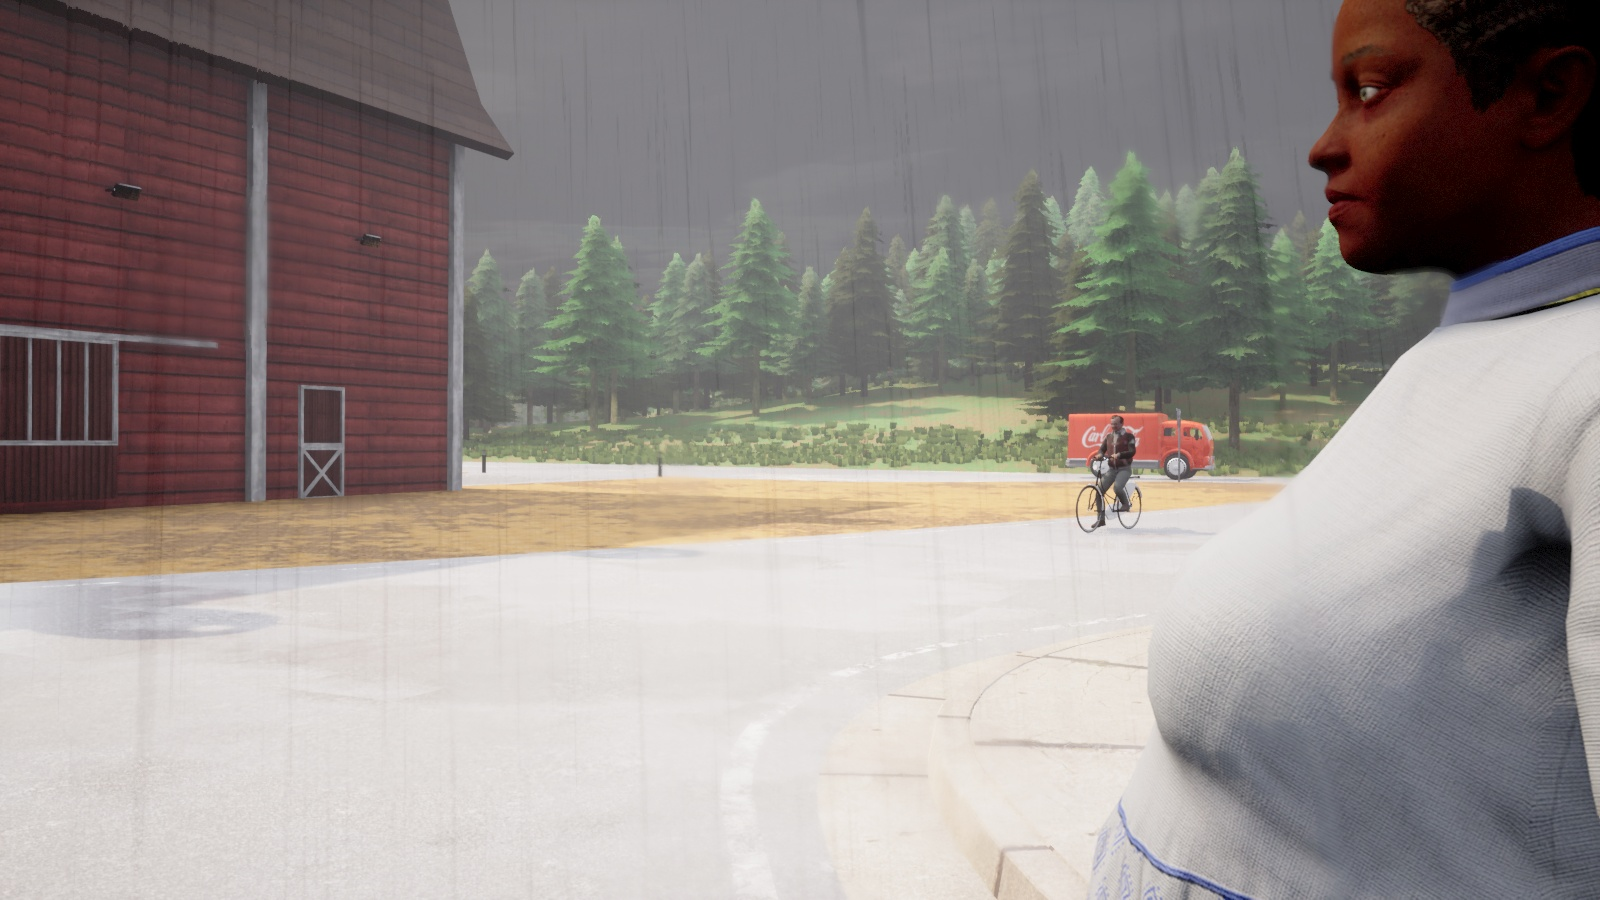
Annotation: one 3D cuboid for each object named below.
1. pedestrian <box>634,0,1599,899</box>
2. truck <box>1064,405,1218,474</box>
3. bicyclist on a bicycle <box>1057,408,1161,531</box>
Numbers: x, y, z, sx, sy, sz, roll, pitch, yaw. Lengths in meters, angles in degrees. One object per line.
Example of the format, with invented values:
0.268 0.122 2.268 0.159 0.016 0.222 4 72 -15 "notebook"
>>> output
0.492 0.512 0.896 0.900 1.855 0.874 0 0 19 "pedestrian"
12.915 -0.380 47.505 5.204 2.467 2.627 0 0 26 "truck"
4.672 0.268 18.923 1.843 1.776 0.659 -1 1 -45 "bicyclist on a bicycle"
